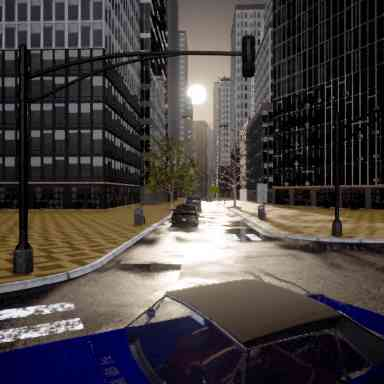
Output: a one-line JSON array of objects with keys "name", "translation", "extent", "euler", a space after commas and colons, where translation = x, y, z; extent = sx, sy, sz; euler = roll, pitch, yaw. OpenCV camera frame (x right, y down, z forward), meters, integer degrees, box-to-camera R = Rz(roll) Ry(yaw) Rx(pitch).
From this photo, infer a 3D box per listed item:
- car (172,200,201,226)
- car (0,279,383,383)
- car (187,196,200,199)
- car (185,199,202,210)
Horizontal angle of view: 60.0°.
[{"name": "car", "translation": [-0.462, 1.654, 25.431], "extent": [1.882, 1.535, 5.008], "euler": [0, 0, 2]}, {"name": "car", "translation": [0.165, 1.615, 2.887], "extent": [4.718, 1.301, 1.895], "euler": [0, 0, -27]}, {"name": "car", "translation": [0.245, 1.554, 46.298], "extent": [2.150, 2.045, 5.566], "euler": [0, 0, 2]}, {"name": "car", "translation": [-0.114, 1.777, 35.644], "extent": [1.812, 1.442, 4.674], "euler": [0, 0, 2]}]
